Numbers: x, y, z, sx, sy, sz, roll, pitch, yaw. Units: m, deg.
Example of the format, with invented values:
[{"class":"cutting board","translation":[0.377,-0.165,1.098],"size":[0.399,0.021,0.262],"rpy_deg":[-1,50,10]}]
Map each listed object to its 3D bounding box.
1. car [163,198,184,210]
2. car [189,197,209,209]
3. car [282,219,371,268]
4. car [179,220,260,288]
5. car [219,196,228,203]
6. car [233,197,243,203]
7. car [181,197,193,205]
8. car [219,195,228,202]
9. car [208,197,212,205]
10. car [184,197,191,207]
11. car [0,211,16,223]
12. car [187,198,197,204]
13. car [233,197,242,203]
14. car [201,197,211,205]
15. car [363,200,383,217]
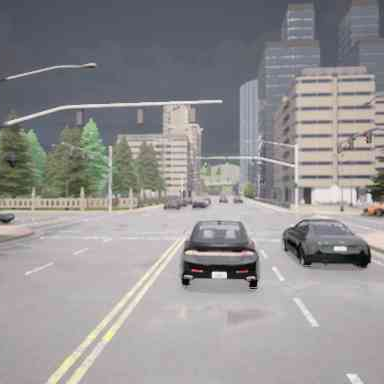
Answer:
[{"class":"car","translation":[-2.684,1.767,46.342],"size":[1.994,1.385,4.181],"rpy_deg":[0,0,5]},{"class":"car","translation":[1.089,1.818,49.148],"size":[1.895,1.301,4.718],"rpy_deg":[0,0,5]},{"class":"car","translation":[4.464,1.618,11.623],"size":[1.994,1.385,4.181],"rpy_deg":[0,0,5]},{"class":"car","translation":[0.772,1.535,9.398],"size":[2.128,1.511,4.902],"rpy_deg":[0,0,5]},{"class":"car","translation":[7.286,1.893,77.279],"size":[1.994,1.385,4.181],"rpy_deg":[0,0,5]},{"class":"car","translation":[10.682,1.931,75.985],"size":[1.895,1.301,4.718],"rpy_deg":[0,0,5]},{"class":"car","translation":[-0.893,1.765,65.232],"size":[1.882,1.535,5.008],"rpy_deg":[0,0,6]},{"class":"car","translation":[8.049,1.734,85.585],"size":[2.097,1.767,4.553],"rpy_deg":[0,0,5]},{"class":"car","translation":[1.946,1.859,58.273],"size":[1.895,1.301,4.718],"rpy_deg":[0,0,6]},{"class":"car","translation":[-1.831,1.791,55.545],"size":[2.033,1.411,5.357],"rpy_deg":[0,0,5]},{"class":"car","translation":[-15.566,1.701,24.378],"size":[4.718,1.301,1.895],"rpy_deg":[0,0,5]},{"class":"car","translation":[0.063,1.926,75.173],"size":[1.895,1.301,4.718],"rpy_deg":[0,0,5]},{"class":"car","translation":[11.537,1.918,85.294],"size":[2.033,1.411,5.357],"rpy_deg":[0,0,5]},{"class":"car","translation":[2.941,1.807,68.321],"size":[1.837,1.490,4.892],"rpy_deg":[0,0,6]},{"class":"car","translation":[19.041,1.503,32.034],"size":[4.553,1.767,2.097],"rpy_deg":[0,0,7]}]
